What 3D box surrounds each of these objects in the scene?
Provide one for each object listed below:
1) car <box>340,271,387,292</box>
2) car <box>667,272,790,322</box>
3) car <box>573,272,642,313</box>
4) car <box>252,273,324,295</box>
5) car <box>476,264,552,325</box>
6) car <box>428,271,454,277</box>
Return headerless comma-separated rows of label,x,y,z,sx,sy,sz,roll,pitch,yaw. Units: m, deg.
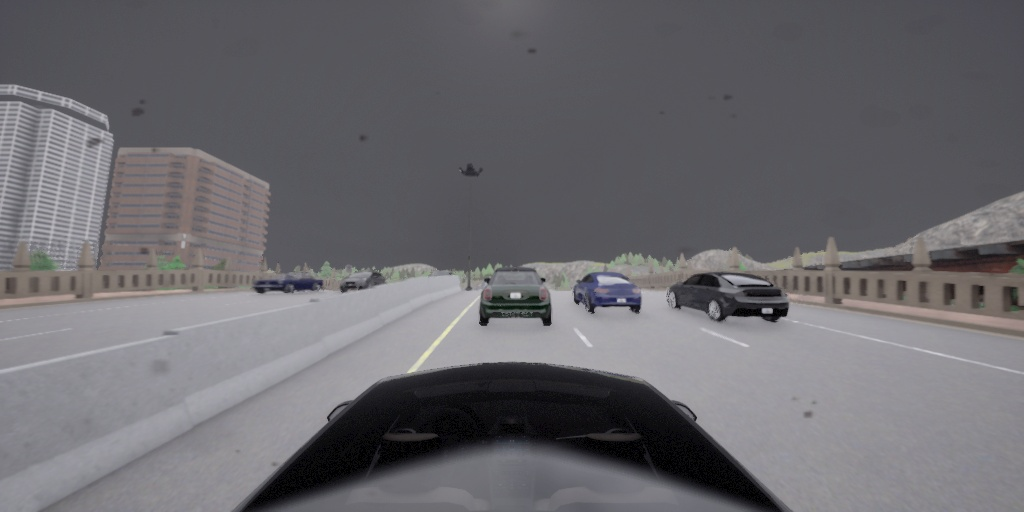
car,-10.590,1.832,25.915,1.837,1.490,4.892,0,-4,0
car,7.103,1.299,12.389,1.837,1.490,4.892,0,-1,0
car,3.604,1.346,14.100,1.812,1.442,4.674,0,-1,0
car,-14.094,1.740,22.858,1.895,1.301,4.718,0,-3,0
car,0.104,1.144,12.123,2.097,1.767,4.553,0,-1,0
car,-7.082,2.486,36.275,2.150,2.045,5.566,0,-7,0
